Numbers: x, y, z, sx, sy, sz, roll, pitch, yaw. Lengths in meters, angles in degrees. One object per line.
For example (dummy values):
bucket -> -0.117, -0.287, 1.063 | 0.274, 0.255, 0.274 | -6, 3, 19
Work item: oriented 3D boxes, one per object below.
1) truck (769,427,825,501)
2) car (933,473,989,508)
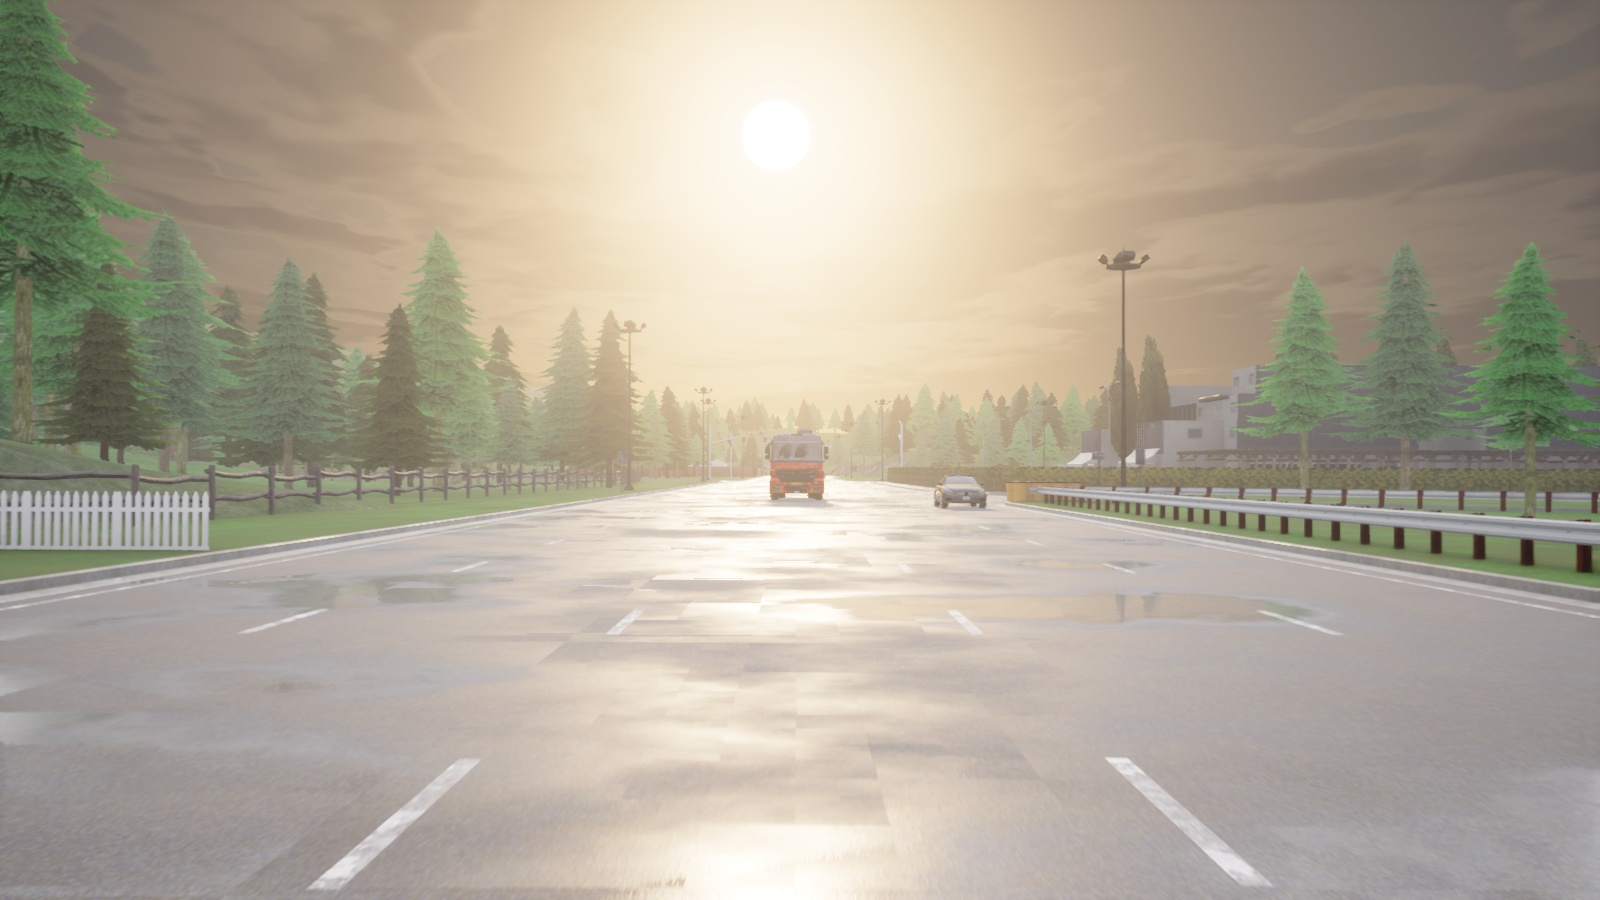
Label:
truck -> -0.166, 0.808, 69.162 | 2.891, 3.827, 8.468 | 0, -1, 0
car -> 6.874, 1.717, 54.022 | 1.812, 1.442, 4.674 | 0, -1, 0
